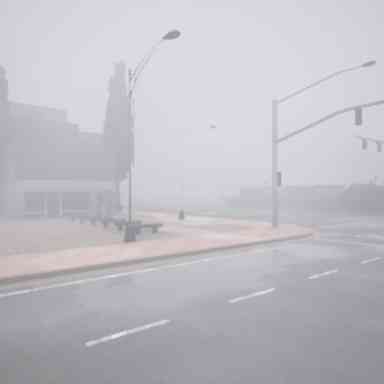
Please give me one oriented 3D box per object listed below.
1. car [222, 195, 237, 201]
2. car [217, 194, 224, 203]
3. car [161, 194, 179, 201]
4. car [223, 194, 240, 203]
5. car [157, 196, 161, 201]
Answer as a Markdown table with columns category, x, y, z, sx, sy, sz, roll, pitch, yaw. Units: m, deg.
| category | x | y | z | sx | sy | sz | roll | pitch | yaw |
| --- | --- | --- | --- | --- | --- | --- | --- | --- | --- |
| car | 10.521 | 1.594 | 92.683 | 3.806 | 1.475 | 1.970 | 0 | 0 | -38 |
| car | 7.059 | 1.305 | 68.641 | 3.866 | 1.878 | 1.905 | 0 | 0 | -38 |
| car | -4.960 | 1.364 | 84.153 | 3.866 | 1.878 | 1.905 | 0 | 0 | -38 |
| car | 8.820 | 1.536 | 66.342 | 3.806 | 1.475 | 1.970 | 0 | 0 | -38 |
| car | -6.685 | 1.369 | 86.478 | 4.605 | 1.855 | 1.932 | 0 | 0 | -38 |
